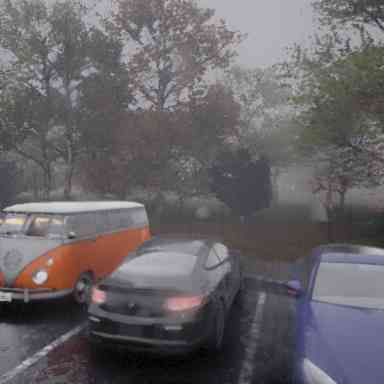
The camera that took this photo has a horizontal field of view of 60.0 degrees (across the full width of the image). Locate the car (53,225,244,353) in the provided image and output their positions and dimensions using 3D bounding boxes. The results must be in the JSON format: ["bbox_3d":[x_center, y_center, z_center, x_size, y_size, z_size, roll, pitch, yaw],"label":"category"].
[{"bbox_3d":[-0.138,1.502,6.180,2.002,1.452,4.674,0,0,15],"label":"car"}]

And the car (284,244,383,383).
[{"bbox_3d":[2.261,1.522,4.456,2.002,1.452,4.674,1,0,16],"label":"car"}]

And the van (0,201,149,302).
[{"bbox_3d":[-2.591,1.216,7.776,1.878,1.987,4.442,1,0,15],"label":"van"}]
